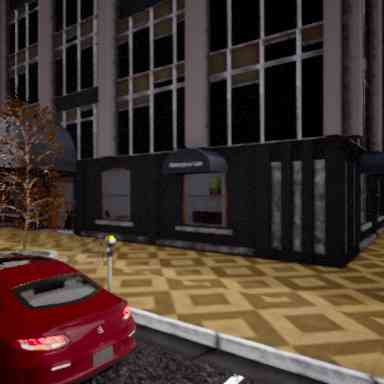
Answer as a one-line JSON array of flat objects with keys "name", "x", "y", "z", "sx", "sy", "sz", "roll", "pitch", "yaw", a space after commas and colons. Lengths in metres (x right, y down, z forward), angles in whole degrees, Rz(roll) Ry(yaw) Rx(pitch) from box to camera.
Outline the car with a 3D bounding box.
[{"name": "car", "x": -2.636, "y": 1.590, "z": 4.752, "sx": 4.206, "sy": 1.307, "sz": 1.802, "roll": 0, "pitch": 0, "yaw": 35}]
